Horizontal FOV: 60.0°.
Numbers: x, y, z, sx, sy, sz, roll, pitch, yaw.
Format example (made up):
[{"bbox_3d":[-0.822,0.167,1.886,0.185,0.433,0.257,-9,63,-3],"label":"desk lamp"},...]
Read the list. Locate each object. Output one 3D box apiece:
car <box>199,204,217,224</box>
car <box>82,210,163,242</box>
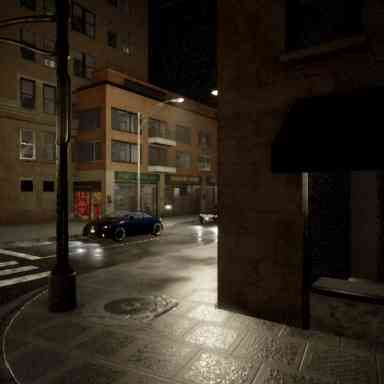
[{"bbox_3d":[2.362,1.580,24.711,1.812,1.442,4.674,0,0,35],"label":"car"},{"bbox_3d":[-3.353,1.595,16.704,1.994,1.385,4.181,0,0,35],"label":"car"}]
